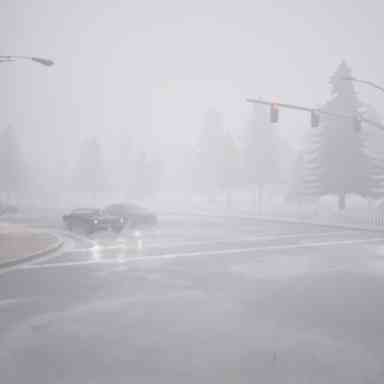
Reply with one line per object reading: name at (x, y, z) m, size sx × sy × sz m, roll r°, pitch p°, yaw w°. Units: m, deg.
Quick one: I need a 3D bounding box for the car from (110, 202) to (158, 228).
car at (-4.389, 1.496, 22.771) m, size 5.008 × 1.535 × 1.882 m, roll 0°, pitch 0°, yaw 45°

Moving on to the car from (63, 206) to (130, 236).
car at (-5.639, 1.601, 18.853) m, size 1.895 × 1.301 × 4.718 m, roll 0°, pitch 0°, yaw -39°

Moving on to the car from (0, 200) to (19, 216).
car at (-19.404, 1.524, 32.897) m, size 4.674 × 1.442 × 1.812 m, roll 0°, pitch 0°, yaw 19°
